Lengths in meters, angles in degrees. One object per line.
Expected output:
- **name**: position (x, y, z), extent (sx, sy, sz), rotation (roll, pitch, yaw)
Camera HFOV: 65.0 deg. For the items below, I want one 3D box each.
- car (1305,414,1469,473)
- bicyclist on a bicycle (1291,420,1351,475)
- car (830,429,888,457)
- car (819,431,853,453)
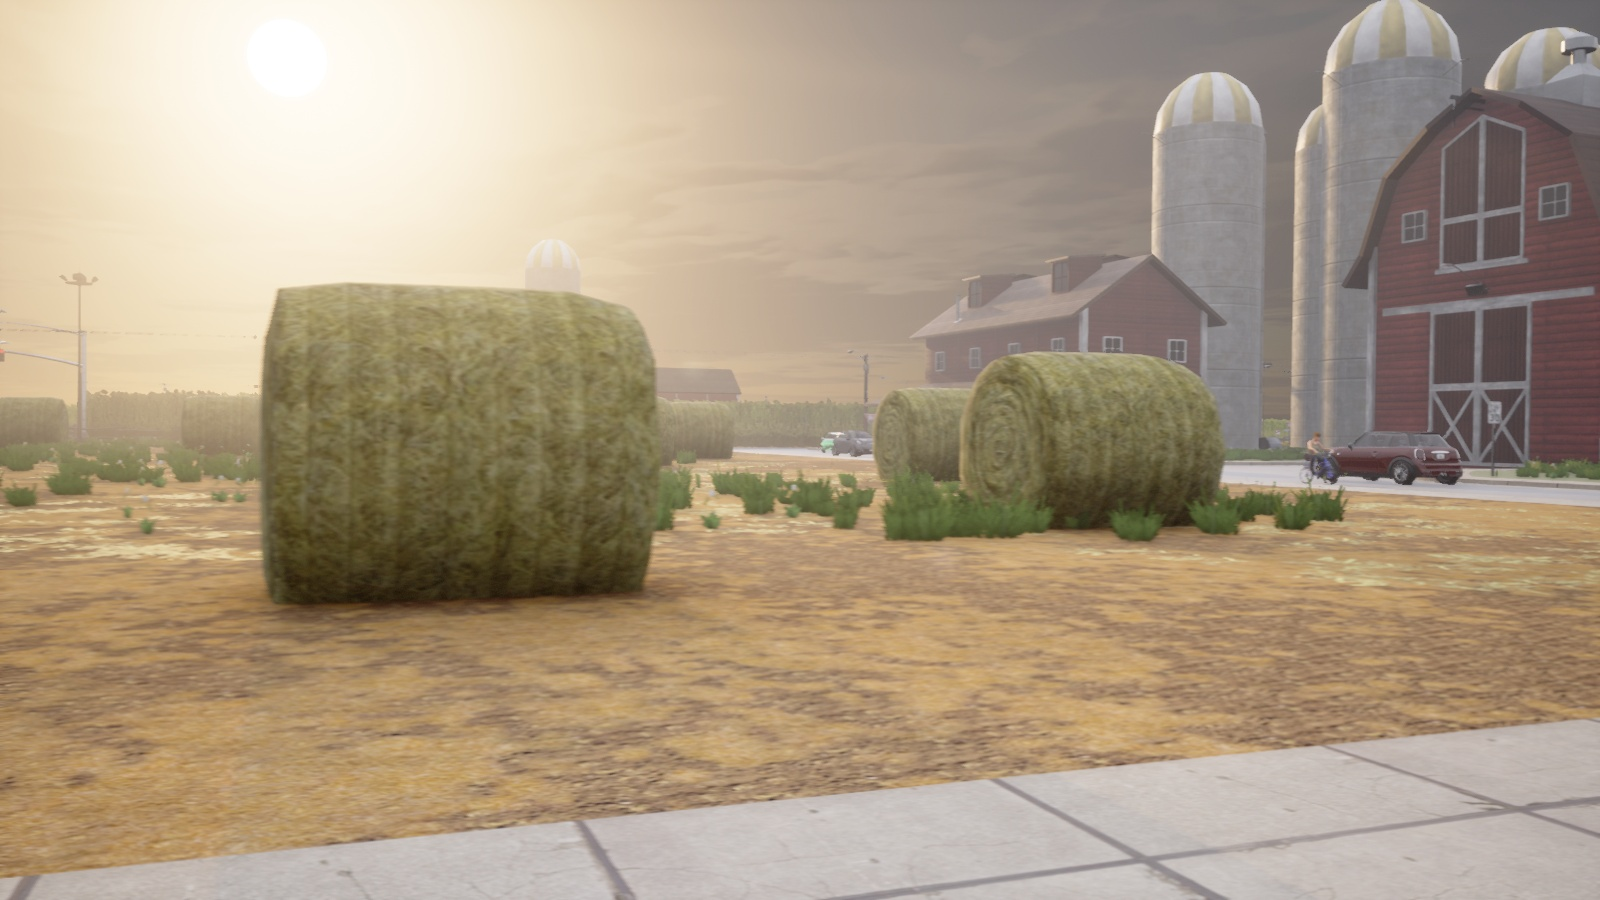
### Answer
- **car**: position (18.764, -0.230, 40.371), extent (2.097, 1.767, 4.553), rotation (-1, 1, -22)
- **bicyclist on a bicycle**: position (15.848, -0.086, 38.225), extent (0.866, 1.612, 1.509), rotation (-1, 1, -22)
- **car**: position (3.234, -0.384, 69.723), extent (1.845, 1.501, 3.633), rotation (-1, 1, -22)
- **car**: position (2.315, -0.524, 81.425), extent (1.481, 1.376, 2.207), rotation (-1, 1, -22)
